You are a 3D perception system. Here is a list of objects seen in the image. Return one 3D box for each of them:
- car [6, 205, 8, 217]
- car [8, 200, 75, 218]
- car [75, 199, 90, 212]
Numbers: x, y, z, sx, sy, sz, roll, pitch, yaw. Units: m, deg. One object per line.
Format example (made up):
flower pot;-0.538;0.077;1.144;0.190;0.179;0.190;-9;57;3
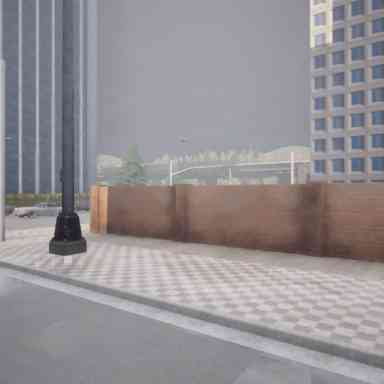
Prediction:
car;-18.224;1.547;29.252;2.033;1.411;5.357;0;0;32
car;-13.420;1.601;29.947;1.895;1.301;4.718;0;0;35
car;-12.415;1.547;37.483;2.033;1.411;5.357;0;0;35
